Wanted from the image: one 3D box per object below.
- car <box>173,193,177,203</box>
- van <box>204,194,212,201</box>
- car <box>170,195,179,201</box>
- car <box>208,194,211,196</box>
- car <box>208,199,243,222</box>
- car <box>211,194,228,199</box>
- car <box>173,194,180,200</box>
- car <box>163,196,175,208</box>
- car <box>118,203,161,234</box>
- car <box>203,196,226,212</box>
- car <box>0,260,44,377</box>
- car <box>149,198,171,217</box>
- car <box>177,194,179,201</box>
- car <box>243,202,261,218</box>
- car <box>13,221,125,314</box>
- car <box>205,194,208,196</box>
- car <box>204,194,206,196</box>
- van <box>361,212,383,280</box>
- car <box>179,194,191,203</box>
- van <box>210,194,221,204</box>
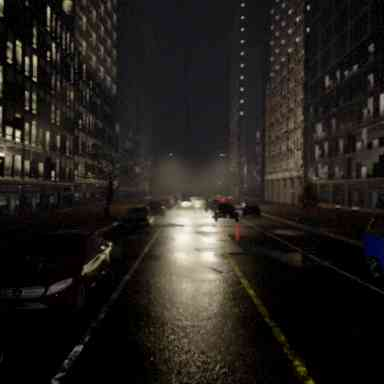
[{"bbox_3d":[-3.556,1.385,47.219,1.967,1.590,4.097,0,0,-1],"label":"car"},{"bbox_3d":[4.125,1.335,87.145,1.690,1.788,3.998,0,0,-1],"label":"van"},{"bbox_3d":[-4.154,1.471,81.316,2.008,1.369,4.403,0,0,-1],"label":"car"},{"bbox_3d":[4.623,1.331,58.732,2.192,1.841,5.009,0,0,-1],"label":"car"},{"bbox_3d":[2.557,1.538,26.300,1.812,1.442,4.674,1,0,-1],"label":"car"},{"bbox_3d":[4.723,1.335,53.049,2.192,1.841,5.009,0,0,-1],"label":"car"},{"bbox_3d":[-4.353,1.350,92.681,1.967,1.590,4.097,0,0,-1],"label":"car"},{"bbox_3d":[-3.457,1.531,41.536,1.802,1.307,4.206,0,0,-1],"label":"car"},{"bbox_3d":[-3.059,1.514,18.805,2.008,1.369,4.403,0,0,-1],"label":"car"},{"bbox_3d":[2.329,1.552,37.896,2.033,1.411,5.357,1,0,0],"label":"car"},{"bbox_3d":[-2.761,1.524,1.757,2.008,1.369,4.403,0,0,-1],"label":"car"},{"bbox_3d":[-3.258,1.507,30.170,2.008,1.369,4.403,0,0,-1],"label":"car"},{"bbox_3d":[-3.752,1.463,58.415,1.752,1.417,4.829,0,0,-1],"label":"car"},{"bbox_3d":[5.121,1.585,30.317,2.008,1.369,4.403,0,0,-1],"label":"car"},{"bbox_3d":[-2.860,1.552,7.440,1.802,1.307,4.206,0,0,-1],"label":"car"},{"bbox_3d":[4.424,1.447,70.097,1.967,1.590,4.097,0,0,-1],"label":"car"},{"bbox_3d":[4.225,1.438,81.463,1.967,1.590,4.097,0,0,-1],"label":"car"},{"bbox_3d":[5.519,1.390,7.587,1.690,1.788,3.998,0,0,-1],"label":"van"},{"bbox_3d":[-1.236,1.306,68.834,2.097,1.767,4.553,1,0,-1],"label":"car"},{"bbox_3d":[4.524,1.353,64.414,1.690,1.788,3.998,0,0,-1],"label":"van"}]
